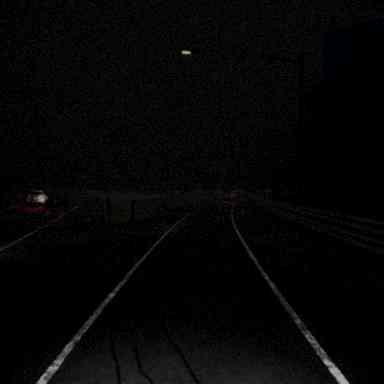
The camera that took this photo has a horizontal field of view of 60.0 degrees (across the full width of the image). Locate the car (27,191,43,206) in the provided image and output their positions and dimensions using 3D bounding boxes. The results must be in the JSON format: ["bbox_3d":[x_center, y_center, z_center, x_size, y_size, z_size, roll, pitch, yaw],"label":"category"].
[{"bbox_3d":[-20.530,0.824,44.674,2.150,2.045,5.566,0,0,-16],"label":"car"}]

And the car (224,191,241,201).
[{"bbox_3d":[6.677,0.716,56.905,1.812,1.442,4.674,1,1,17],"label":"car"}]

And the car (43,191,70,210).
[{"bbox_3d":[-15.090,1.014,37.578,2.097,1.767,4.553,0,0,-15],"label":"car"}]

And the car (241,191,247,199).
[{"bbox_3d":[9.756,0.485,66.603,1.882,1.535,5.008,1,1,22],"label":"car"}]

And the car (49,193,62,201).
[{"bbox_3d":[-26.452,1.000,64.697,1.837,1.490,4.892,0,0,-17],"label":"car"}]

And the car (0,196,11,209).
[{"bbox_3d":[-22.477,1.157,38.501,1.812,1.442,4.674,0,0,-15],"label":"car"}]

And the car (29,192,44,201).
[{"bbox_3d":[-29.906,0.849,64.031,2.097,1.767,4.553,0,0,-17],"label":"car"}]
